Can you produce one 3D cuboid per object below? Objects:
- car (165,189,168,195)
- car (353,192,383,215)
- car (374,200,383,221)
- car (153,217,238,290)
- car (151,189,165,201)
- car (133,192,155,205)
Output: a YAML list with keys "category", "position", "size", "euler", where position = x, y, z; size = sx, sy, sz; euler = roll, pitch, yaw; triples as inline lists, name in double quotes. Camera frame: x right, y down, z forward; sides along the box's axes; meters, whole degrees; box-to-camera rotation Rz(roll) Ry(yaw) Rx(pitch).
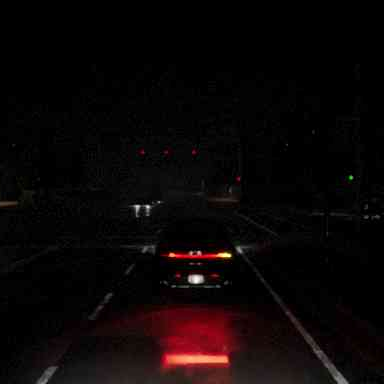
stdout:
- category: "car"
  position: [-6.968, 0.165, 80.038]
  size: [2.150, 2.045, 5.566]
  euler: [0, 0, 0]
- category: "car"
  position: [17.688, 0.966, 30.258]
  size: [5.566, 2.045, 2.150]
  euler: [0, 1, -1]
- category: "car"
  position: [14.224, 1.380, 19.703]
  size: [5.357, 1.411, 2.033]
  euler: [0, 0, 3]
- category: "car"
  position: [0.088, 1.428, 8.846]
  size: [1.837, 1.490, 4.892]
  euler: [0, 0, 0]
- category: "car"
  position: [-6.994, 0.674, 64.777]
  size: [2.150, 2.045, 5.566]
  euler: [0, 1, 1]
- category: "car"
  position: [-7.060, 1.112, 48.999]
  size: [1.812, 1.442, 4.674]
  euler: [0, 1, 0]
